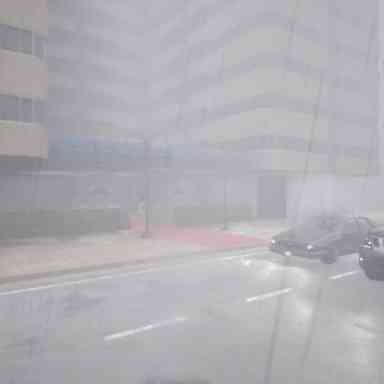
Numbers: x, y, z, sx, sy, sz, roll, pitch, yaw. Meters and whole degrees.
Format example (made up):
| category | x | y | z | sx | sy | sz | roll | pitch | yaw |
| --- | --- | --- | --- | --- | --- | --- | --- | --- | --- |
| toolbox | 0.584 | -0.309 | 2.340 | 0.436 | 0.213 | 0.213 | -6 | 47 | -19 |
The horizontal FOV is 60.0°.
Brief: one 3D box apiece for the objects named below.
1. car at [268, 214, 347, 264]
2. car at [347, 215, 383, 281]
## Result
| category | x | y | z | sx | sy | sz | roll | pitch | yaw |
| --- | --- | --- | --- | --- | --- | --- | --- | --- | --- |
| car | 5.158 | 1.521 | 11.874 | 5.357 | 1.411 | 2.033 | 0 | 0 | -35 |
| car | 6.664 | 1.199 | 8.656 | 5.566 | 2.045 | 2.150 | 0 | 0 | -35 |
